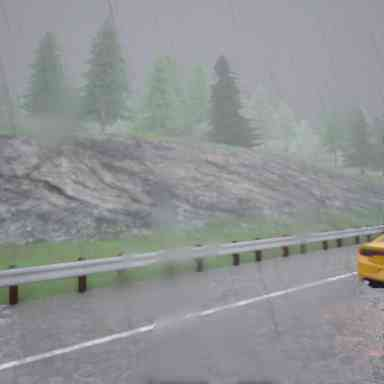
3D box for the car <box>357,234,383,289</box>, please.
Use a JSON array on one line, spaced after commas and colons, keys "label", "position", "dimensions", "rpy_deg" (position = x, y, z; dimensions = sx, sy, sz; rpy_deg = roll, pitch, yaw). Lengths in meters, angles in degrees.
[{"label": "car", "position": [5.983, 1.485, 8.017], "dimensions": [5.008, 1.535, 1.882], "rpy_deg": [0, 0, -36]}]
